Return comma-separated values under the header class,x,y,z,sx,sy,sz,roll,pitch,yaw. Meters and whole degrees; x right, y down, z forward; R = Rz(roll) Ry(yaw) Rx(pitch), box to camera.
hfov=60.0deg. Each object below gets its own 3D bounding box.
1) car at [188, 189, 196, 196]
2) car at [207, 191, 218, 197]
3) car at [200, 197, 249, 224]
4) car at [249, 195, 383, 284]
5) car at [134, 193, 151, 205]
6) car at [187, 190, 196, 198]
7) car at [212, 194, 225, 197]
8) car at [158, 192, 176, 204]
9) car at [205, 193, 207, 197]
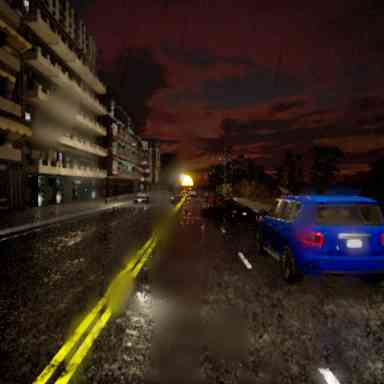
class,x,y,z,sx,sy,sz,roll,pitch,yaw
car,-0.029,0.174,86.634,2.097,1.767,4.553,0,1,0
car,3.236,0.939,42.305,1.812,1.442,4.674,0,1,0
car,2.217,1.259,21.801,1.994,1.385,4.181,-1,1,-28
car,3.247,1.089,9.332,2.150,2.045,5.566,0,1,0
car,-6.589,0.873,44.610,2.128,1.511,4.902,0,1,0
car,-0.024,0.617,71.492,1.895,1.301,4.718,0,1,0
car,3.240,1.128,31.306,1.994,1.385,4.181,0,1,0
car,-3.337,0.729,45.082,2.097,1.767,4.553,0,1,0
car,3.233,0.618,53.271,2.097,1.767,4.553,0,1,0
